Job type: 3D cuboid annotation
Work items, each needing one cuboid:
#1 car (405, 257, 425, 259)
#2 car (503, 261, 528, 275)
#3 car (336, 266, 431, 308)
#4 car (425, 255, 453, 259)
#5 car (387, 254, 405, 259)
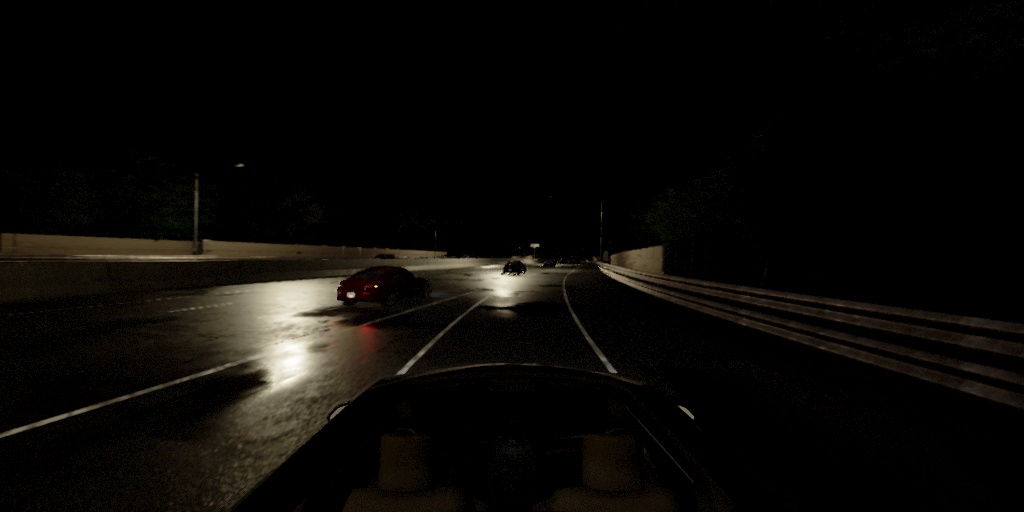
[{"bbox_3d":[-15.790,0.908,61.793,1.882,1.535,5.008,1,0,13],"label":"car"},{"bbox_3d":[0.308,1.205,37.467,1.812,1.442,4.674,1,0,13],"label":"car"},{"bbox_3d":[-4.883,1.132,14.233,1.812,1.442,4.674,1,0,13],"label":"car"},{"bbox_3d":[-12.375,0.965,61.047,1.882,1.535,5.008,1,0,13],"label":"car"},{"bbox_3d":[-19.204,0.900,62.531,1.812,1.442,4.674,1,0,13],"label":"car"}]
